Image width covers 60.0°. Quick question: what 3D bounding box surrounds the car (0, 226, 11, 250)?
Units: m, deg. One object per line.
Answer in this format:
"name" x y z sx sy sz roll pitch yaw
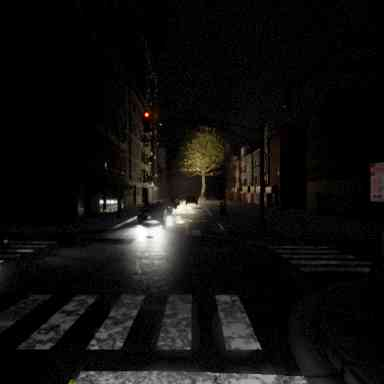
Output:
"car" -8.931 1.427 11.341 5.008 1.535 1.882 0 0 -5

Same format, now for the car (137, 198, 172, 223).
"car" -2.914 1.479 25.163 2.128 1.511 4.902 0 0 0

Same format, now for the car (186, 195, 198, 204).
"car" -0.066 1.329 61.058 2.097 1.767 4.553 0 0 0

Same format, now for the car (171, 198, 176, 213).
"car" -2.942 1.582 34.373 1.895 1.301 4.718 0 0 0

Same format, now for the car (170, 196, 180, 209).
"car" -2.936 1.542 43.559 1.994 1.385 4.181 0 0 0
